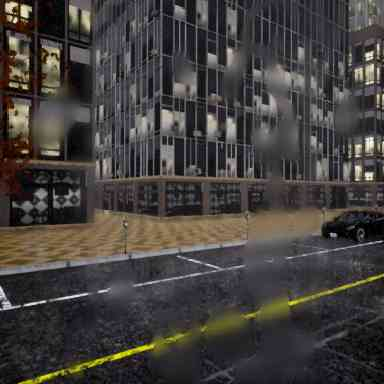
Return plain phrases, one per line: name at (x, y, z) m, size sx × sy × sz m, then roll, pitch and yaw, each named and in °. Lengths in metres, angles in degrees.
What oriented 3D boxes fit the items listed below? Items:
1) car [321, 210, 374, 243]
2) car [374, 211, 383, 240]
car at (8.140, 1.563, 16.226) m, size 4.313 × 1.339 × 1.947 m, roll 0°, pitch 0°, yaw -36°
car at (10.303, 1.349, 14.592) m, size 4.553 × 1.767 × 2.097 m, roll 0°, pitch 0°, yaw -35°
